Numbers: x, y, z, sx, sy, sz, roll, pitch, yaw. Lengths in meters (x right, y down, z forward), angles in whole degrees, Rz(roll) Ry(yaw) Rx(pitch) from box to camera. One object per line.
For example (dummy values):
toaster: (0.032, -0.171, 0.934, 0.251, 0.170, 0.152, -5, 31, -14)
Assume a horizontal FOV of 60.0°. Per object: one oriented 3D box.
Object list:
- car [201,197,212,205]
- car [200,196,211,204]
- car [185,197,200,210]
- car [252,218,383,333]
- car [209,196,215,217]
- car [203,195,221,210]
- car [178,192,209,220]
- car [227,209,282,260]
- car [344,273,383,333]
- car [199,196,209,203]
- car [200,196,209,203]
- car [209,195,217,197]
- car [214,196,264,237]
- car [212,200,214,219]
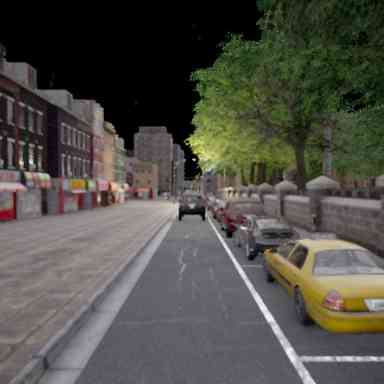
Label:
car: (2.624, 1.587, 61.224, 1.947, 1.339, 4.313, -1, 0, 0)
car: (2.624, 1.590, 66.675, 2.008, 1.369, 4.403, -1, 0, 0)
car: (0.068, 1.488, 44.353, 1.837, 1.490, 4.892, 0, 0, 1)
car: (2.625, 1.511, 6.891, 1.752, 1.417, 4.829, -1, 0, 0)
car: (2.622, 1.411, 28.524, 1.967, 1.590, 4.097, -1, 0, 0)
car: (2.619, 1.300, 44.874, 2.192, 1.841, 5.009, -1, 0, 0)
car: (0.016, 1.195, 27.682, 2.150, 2.045, 5.566, 0, 0, 0)
car: (2.625, 1.529, 12.173, 2.008, 1.369, 4.403, -1, 0, 0)
car: (2.625, 1.548, 1.272, 2.008, 1.369, 4.403, -1, 0, 0)
car: (2.651, 1.615, 73.810, 2.008, 1.369, 4.403, -1, 0, 0)
car: (2.675, 1.582, 71.836, 1.752, 1.417, 4.829, -1, 0, 0)
car: (2.622, 1.418, 39.424, 1.967, 1.590, 4.097, -1, 0, 0)
car: (2.620, 1.289, 17.622, 2.192, 1.841, 5.009, -1, 0, 0)
car: (2.624, 1.497, 23.242, 1.752, 1.417, 4.829, -1, 0, 0)
